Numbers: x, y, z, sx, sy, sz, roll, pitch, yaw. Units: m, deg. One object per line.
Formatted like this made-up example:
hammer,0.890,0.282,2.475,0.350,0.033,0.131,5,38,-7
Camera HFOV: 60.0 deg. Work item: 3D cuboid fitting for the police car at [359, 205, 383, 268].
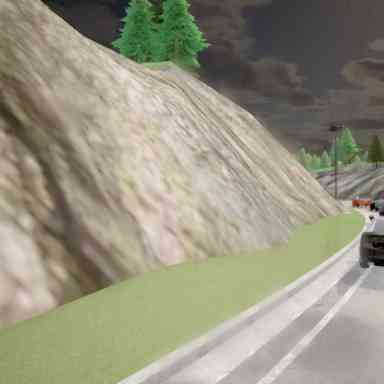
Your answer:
police car,6.672,1.425,10.639,1.930,1.638,5.238,0,0,34

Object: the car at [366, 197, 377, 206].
car,22.322,1.563,39.145,1.994,1.385,4.181,0,0,18

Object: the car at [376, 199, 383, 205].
car,14.228,1.478,23.263,1.882,1.535,5.008,0,0,28

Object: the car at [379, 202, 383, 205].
car,11.549,1.505,18.389,1.837,1.490,4.892,0,0,30

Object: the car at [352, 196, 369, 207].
car,25.784,1.351,50.440,2.097,1.767,4.553,0,0,15
